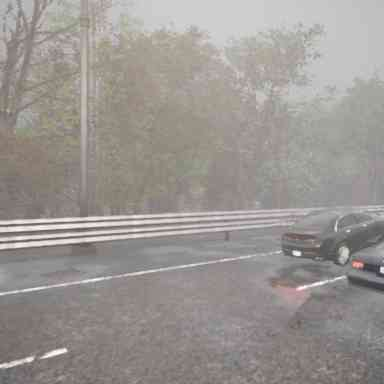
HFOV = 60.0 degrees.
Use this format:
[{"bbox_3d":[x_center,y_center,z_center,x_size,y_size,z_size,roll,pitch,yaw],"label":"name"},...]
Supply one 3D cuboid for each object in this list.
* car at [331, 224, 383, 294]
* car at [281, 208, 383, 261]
[{"bbox_3d":[5.831,1.579,7.872,5.357,1.411,2.033,0,0,-35],"label":"car"},{"bbox_3d":[5.189,1.342,11.689,4.892,1.490,1.837,-9,4,-35],"label":"car"}]
